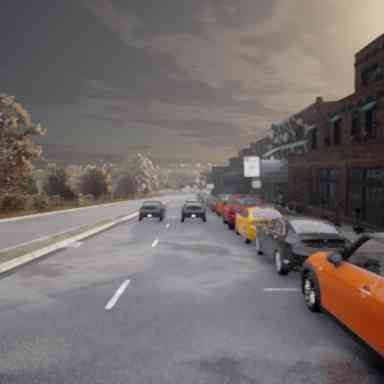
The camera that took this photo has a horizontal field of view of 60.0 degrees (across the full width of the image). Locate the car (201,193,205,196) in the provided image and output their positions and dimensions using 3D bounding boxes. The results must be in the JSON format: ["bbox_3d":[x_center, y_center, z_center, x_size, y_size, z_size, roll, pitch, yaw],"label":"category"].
[{"bbox_3d":[3.260,1.412,65.711,1.946,1.575,5.366,0,0,0],"label":"car"}]

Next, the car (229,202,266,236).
[{"bbox_3d":[3.234,1.464,15.920,2.097,1.535,5.008,0,0,0],"label":"car"}]

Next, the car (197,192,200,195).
[{"bbox_3d":[3.262,1.394,87.621,2.231,1.521,4.892,0,0,0],"label":"car"}]

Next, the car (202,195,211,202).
[{"bbox_3d":[3.267,1.401,76.764,1.946,1.575,5.366,0,0,0],"label":"car"}]

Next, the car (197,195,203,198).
[{"bbox_3d":[0.124,1.483,42.944,1.812,1.442,4.674,0,0,0],"label":"car"}]

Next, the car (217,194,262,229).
[{"bbox_3d":[3.237,1.207,21.353,2.435,2.045,5.566,0,0,0],"label":"car"}]

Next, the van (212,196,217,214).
[{"bbox_3d":[3.243,1.222,32.616,1.878,1.987,4.442,0,0,0],"label":"van"}]

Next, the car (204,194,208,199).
[{"bbox_3d":[3.253,1.471,48.948,2.002,1.452,4.674,0,0,0],"label":"car"}]

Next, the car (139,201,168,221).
[{"bbox_3d":[-3.136,1.478,27.031,1.837,1.490,4.892,0,0,0],"label":"car"}]

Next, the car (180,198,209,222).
[{"bbox_3d":[0.114,1.477,26.269,1.837,1.490,4.892,0,-1,0],"label":"car"}]

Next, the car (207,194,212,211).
[{"bbox_3d":[3.246,1.317,37.994,2.185,1.767,4.553,0,0,0],"label":"car"}]

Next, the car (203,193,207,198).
[{"bbox_3d":[3.255,1.427,54.469,2.231,1.521,4.892,0,0,0],"label":"car"}]

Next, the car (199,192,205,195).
[{"bbox_3d":[3.266,1.284,71.020,2.185,1.767,4.553,0,0,0],"label":"car"}]

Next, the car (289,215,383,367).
[{"bbox_3d":[3.228,1.349,4.843,2.185,1.767,4.553,0,0,0],"label":"car"}]

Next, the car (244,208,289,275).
[{"bbox_3d":[3.231,1.471,10.394,2.231,1.521,4.892,0,0,0],"label":"car"}]
